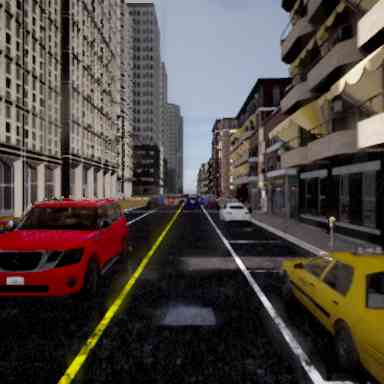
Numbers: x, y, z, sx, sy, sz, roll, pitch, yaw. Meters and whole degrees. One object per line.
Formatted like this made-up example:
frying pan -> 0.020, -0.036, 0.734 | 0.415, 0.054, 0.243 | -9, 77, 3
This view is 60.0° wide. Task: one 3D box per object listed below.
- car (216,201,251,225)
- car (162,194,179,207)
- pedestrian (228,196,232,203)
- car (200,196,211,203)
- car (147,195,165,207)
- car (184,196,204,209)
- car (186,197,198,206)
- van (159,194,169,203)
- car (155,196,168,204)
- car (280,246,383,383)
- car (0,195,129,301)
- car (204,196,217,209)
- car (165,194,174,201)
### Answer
car -> 2.998, 1.495, 23.679 | 1.812, 1.442, 4.674 | 0, 0, 0
car -> -3.080, 1.296, 51.081 | 2.097, 1.767, 4.553 | 0, 0, 0
pedestrian -> 2.998, 1.259, 26.514 | 0.375, 1.860, 0.375 | 0, 0, -2
car -> 2.685, 1.484, 67.302 | 2.008, 1.369, 4.403 | 0, 0, 0
car -> -5.694, 1.510, 50.357 | 1.947, 1.339, 4.313 | 0, 0, 0
car -> 0.058, 1.301, 43.326 | 2.097, 1.767, 4.553 | 0, 0, -1
car -> -0.004, 1.505, 53.716 | 1.994, 1.385, 4.181 | 0, 0, 0
van -> -5.696, 1.274, 67.302 | 1.690, 1.788, 3.998 | 0, 0, 0
car -> -5.695, 1.487, 61.654 | 2.008, 1.369, 4.403 | 0, 0, 0
car -> 2.689, 1.517, 5.338 | 1.752, 1.417, 4.829 | 0, 0, 0
car -> -3.101, 1.208, 8.615 | 2.150, 2.045, 5.566 | 0, 0, 0
car -> 2.686, 1.530, 44.708 | 1.802, 1.307, 4.206 | 0, 0, 0
car -> -5.697, 1.366, 84.248 | 1.967, 1.590, 4.097 | 0, 0, 0
